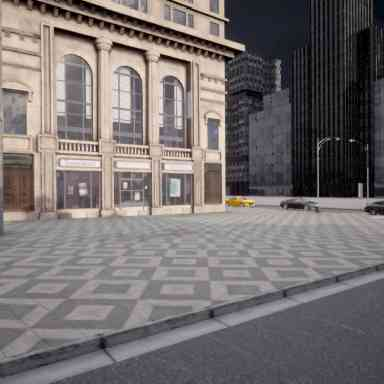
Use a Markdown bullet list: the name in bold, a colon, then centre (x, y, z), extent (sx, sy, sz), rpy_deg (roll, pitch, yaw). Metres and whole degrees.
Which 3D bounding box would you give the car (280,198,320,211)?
- **car**: centre (12.460, 1.415, 38.513), extent (2.128, 1.511, 4.902), rpy_deg (-1, 0, -34)

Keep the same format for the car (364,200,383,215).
- **car**: centre (18.133, 1.478, 30.169), extent (1.812, 1.442, 4.674), rpy_deg (-1, 0, -34)

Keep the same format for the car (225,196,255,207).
- **car**: centre (6.680, 1.372, 47.063), extent (1.882, 1.535, 5.008), rpy_deg (-1, 0, -34)
